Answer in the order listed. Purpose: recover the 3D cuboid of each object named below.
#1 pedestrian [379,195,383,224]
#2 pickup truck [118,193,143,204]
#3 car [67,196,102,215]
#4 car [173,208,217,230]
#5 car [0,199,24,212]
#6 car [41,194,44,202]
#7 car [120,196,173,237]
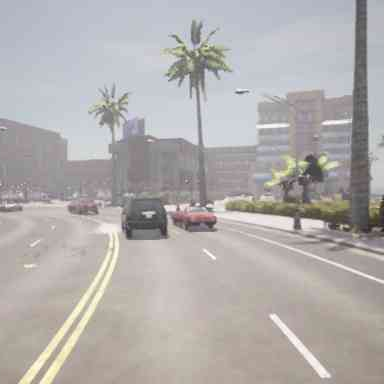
[{"bbox_3d":[9.225,1.039,15.955,0.375,1.860,0.375,0,0,-12],"label":"pedestrian"},{"bbox_3d":[-12.369,1.350,67.255,2.390,2.098,6.274,0,0,15],"label":"pickup truck"},{"bbox_3d":[-12.222,1.525,36.951,2.097,1.767,4.553,0,0,-39],"label":"car"},{"bbox_3d":[-0.043,1.663,21.917,1.895,1.301,4.718,0,0,-17],"label":"car"},{"bbox_3d":[-23.317,1.852,42.128,4.718,1.301,1.895,0,0,34],"label":"car"},{"bbox_3d":[-36.906,1.846,82.395,4.193,1.474,1.816,0,0,15],"label":"car"},{"bbox_3d":[-2.827,1.293,19.028,2.150,2.045,5.566,0,0,-15],"label":"car"}]
